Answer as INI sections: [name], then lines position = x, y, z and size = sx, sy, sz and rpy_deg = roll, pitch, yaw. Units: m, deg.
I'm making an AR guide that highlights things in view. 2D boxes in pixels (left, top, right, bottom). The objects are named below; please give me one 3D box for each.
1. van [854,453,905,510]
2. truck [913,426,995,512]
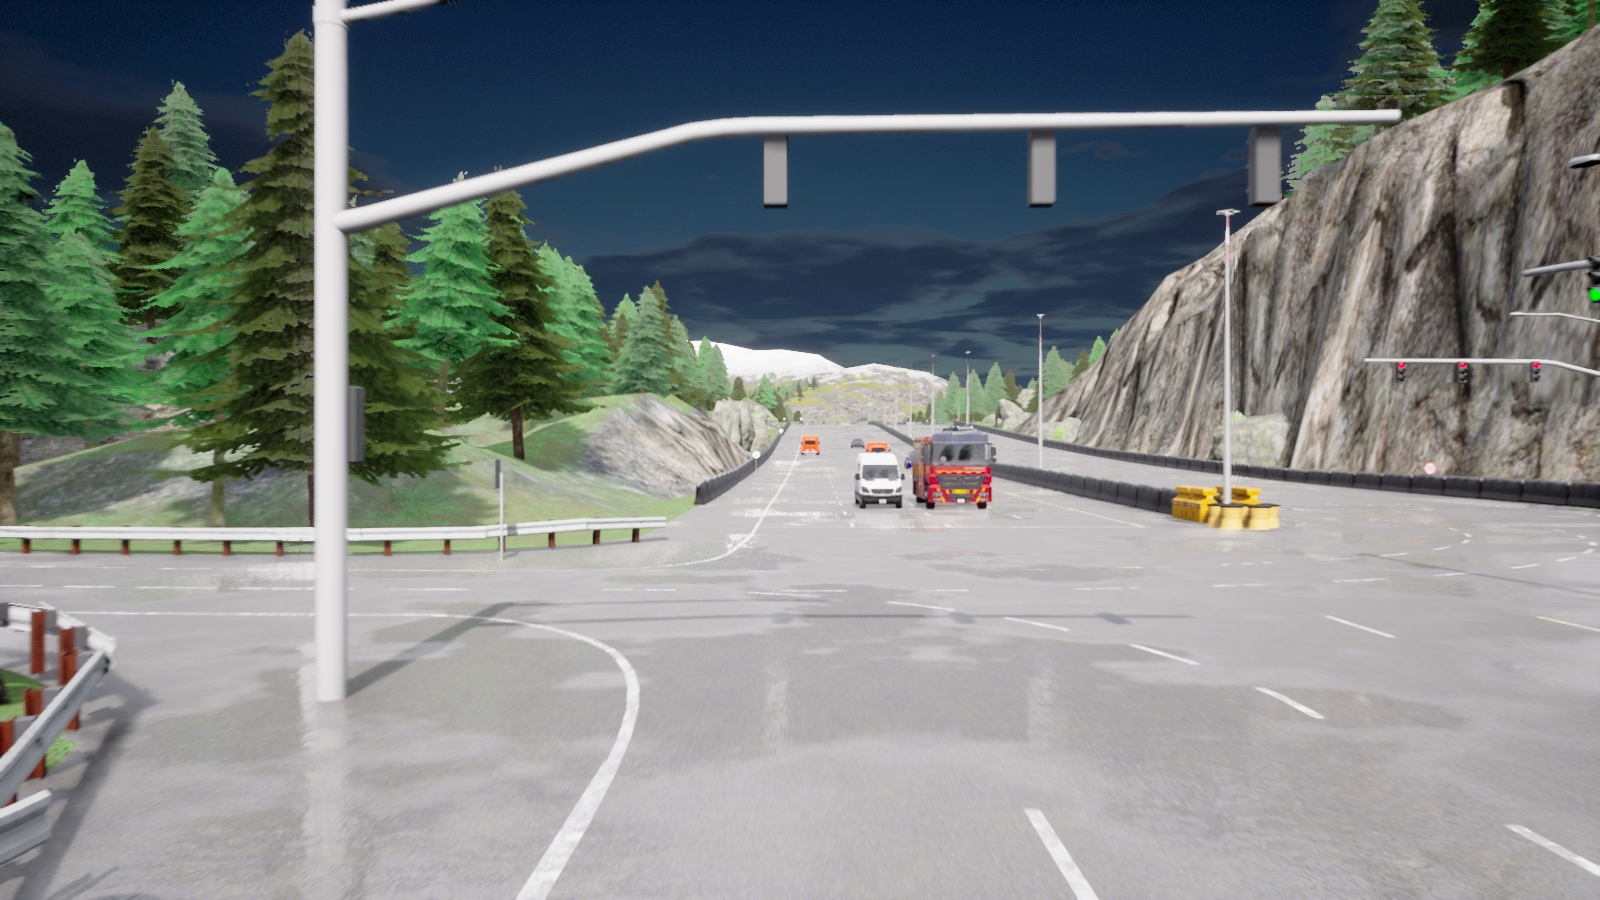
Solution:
[van]
position = 3.753, 1.456, 55.120
size = 1.988, 2.561, 5.915
rpy_deg = 0, 0, 0
[truck]
position = 7.262, 0.811, 55.004
size = 2.891, 3.827, 8.468
rpy_deg = 0, 0, 0
